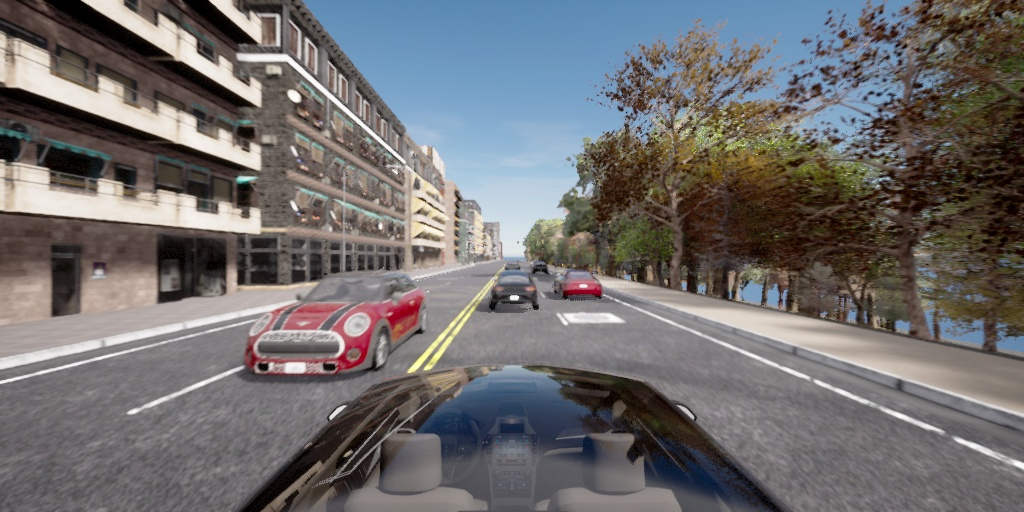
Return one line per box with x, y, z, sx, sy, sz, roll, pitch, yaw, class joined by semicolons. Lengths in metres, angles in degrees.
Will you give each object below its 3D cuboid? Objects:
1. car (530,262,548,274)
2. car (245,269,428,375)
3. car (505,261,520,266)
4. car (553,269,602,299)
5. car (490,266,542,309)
3.321;1.425;43.830;1.837;1.490;4.892;0;0;0;car
-3.304;1.125;7.739;2.097;1.767;4.553;0;0;0;car
0.072;1.415;44.563;2.128;1.511;4.902;0;0;0;car
3.336;1.381;18.754;1.994;1.385;4.181;0;0;0;car
0.087;1.327;15.056;1.812;1.442;4.674;0;0;0;car
